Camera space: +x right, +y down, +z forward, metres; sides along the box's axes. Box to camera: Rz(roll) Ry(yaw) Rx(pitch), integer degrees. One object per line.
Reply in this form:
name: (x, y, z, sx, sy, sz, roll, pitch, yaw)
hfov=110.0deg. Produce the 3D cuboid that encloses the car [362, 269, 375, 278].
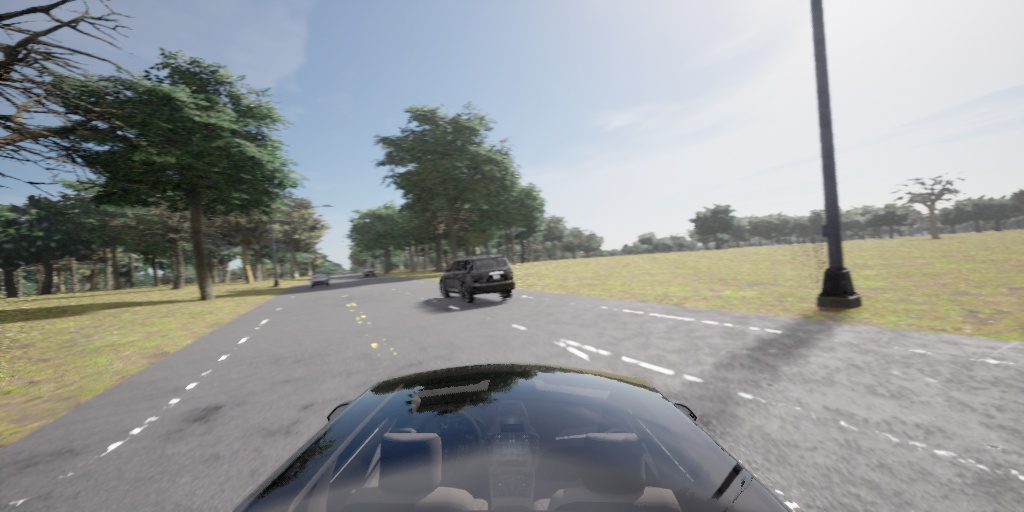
car: (-24.338, 2.926, 60.690, 1.837, 1.490, 4.892, -5, 0, -28)

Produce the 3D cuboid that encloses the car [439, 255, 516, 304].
car: (-1.856, 1.052, 17.437, 2.150, 2.045, 5.566, -5, 0, -28)

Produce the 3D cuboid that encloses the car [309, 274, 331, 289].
car: (-21.953, 2.816, 41.059, 1.837, 1.490, 4.892, -5, 1, -27)
